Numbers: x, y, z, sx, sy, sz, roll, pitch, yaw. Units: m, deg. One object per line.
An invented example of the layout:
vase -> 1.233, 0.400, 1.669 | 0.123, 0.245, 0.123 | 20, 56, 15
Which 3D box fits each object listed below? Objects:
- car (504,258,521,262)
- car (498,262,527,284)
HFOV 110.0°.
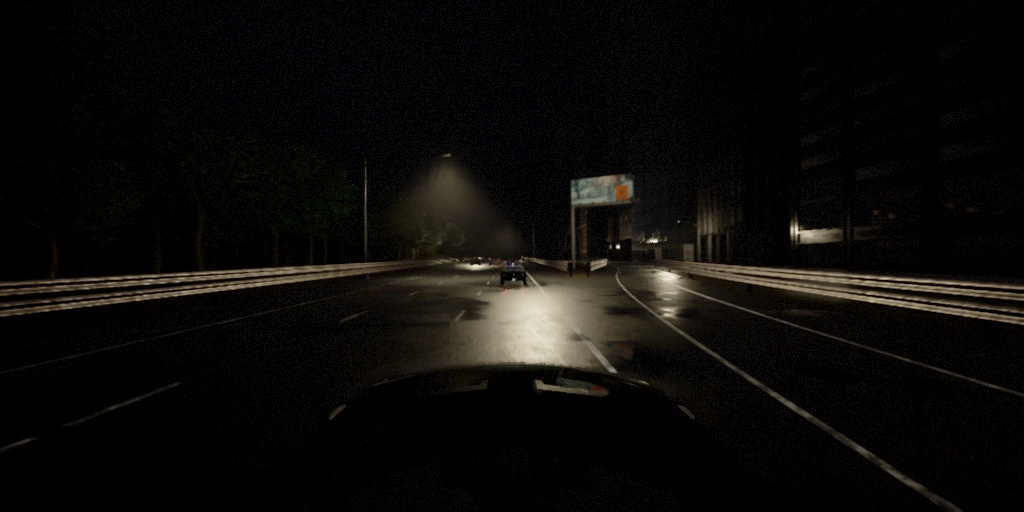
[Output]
car -> 0.109, 1.063, 45.367 | 2.097, 1.767, 4.553 | 0, 0, 0
car -> 0.113, 1.348, 26.937 | 1.895, 1.301, 4.718 | 0, 0, 0
